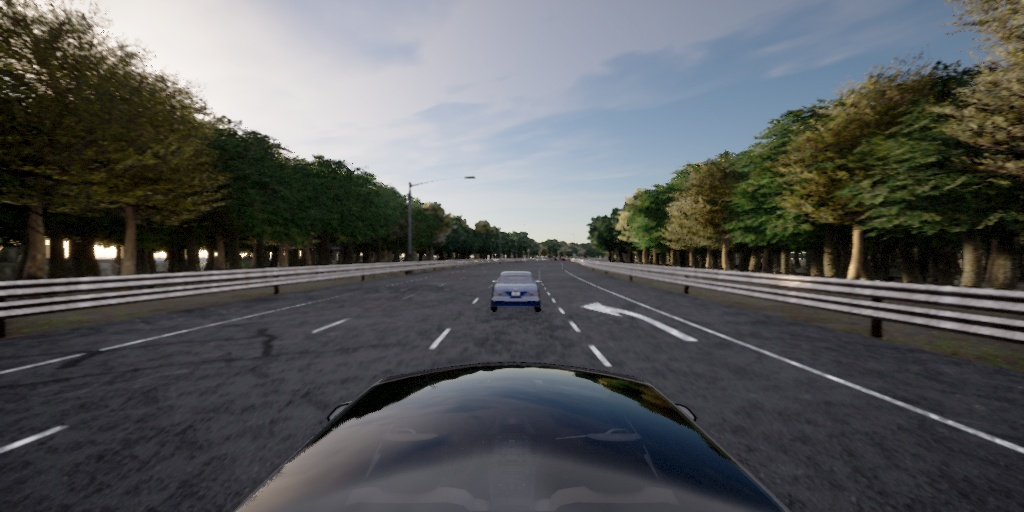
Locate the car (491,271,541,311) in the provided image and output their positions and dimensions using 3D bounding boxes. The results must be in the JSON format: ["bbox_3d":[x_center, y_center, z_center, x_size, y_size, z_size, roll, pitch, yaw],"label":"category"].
[{"bbox_3d":[0.176,1.305,14.449,2.033,1.411,5.357,0,0,1],"label":"car"}]
